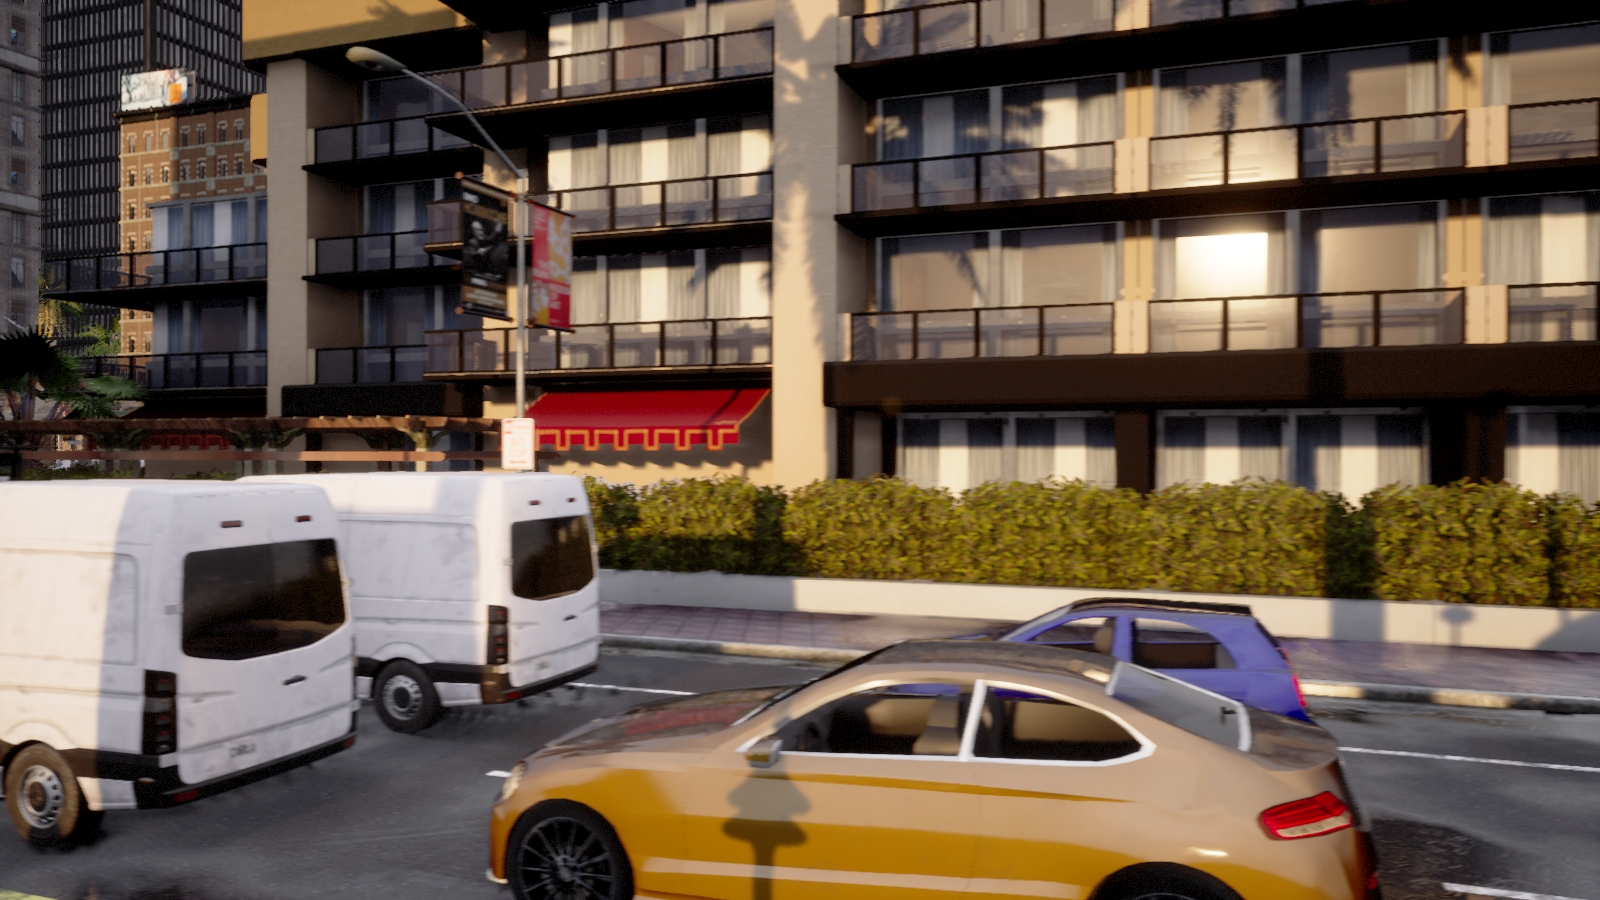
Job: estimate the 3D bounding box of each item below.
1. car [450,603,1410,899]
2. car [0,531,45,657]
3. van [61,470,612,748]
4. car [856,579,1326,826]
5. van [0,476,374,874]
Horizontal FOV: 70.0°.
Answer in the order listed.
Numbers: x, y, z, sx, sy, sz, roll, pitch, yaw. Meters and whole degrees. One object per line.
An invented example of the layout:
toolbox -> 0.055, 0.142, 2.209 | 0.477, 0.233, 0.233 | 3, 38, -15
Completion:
car -> 0.674, 1.992, 6.873 | 5.027, 1.651, 2.152 | 0, 0, 20
car -> -13.417, 1.983, 15.980 | 5.238, 1.638, 2.097 | 0, 0, 21
van -> -5.200, 1.535, 12.764 | 5.915, 2.561, 1.988 | 0, 0, 20
car -> 2.494, 2.039, 9.944 | 3.633, 1.501, 1.845 | 0, 0, 20
van -> -6.650, 1.535, 9.567 | 5.915, 2.561, 1.988 | 0, 0, 21
